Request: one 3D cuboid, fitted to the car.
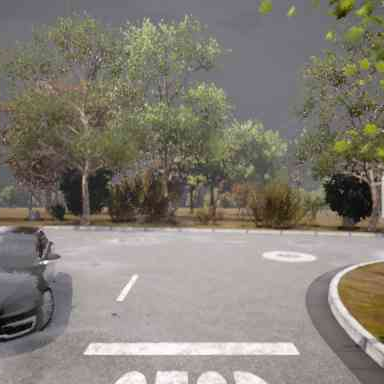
[{"bbox_3d":[-3.740,1.508,6.553,1.837,1.490,4.892,1,0,-20],"label":"car"}]
